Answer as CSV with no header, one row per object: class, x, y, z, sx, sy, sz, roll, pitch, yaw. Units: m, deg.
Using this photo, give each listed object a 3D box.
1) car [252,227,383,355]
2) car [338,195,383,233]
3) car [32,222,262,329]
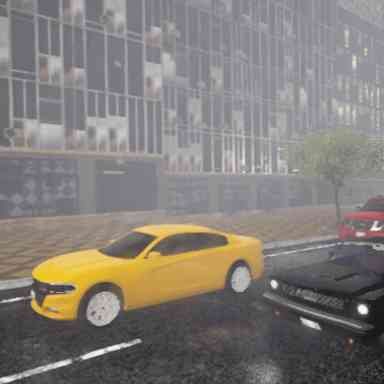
car,3.490,1.564,6.055,4.718,1.301,1.895,0,0,-36
car,8.244,1.135,13.439,5.566,2.045,2.150,0,0,-36
car,-0.657,1.457,7.091,5.008,1.535,1.882,0,0,-35
